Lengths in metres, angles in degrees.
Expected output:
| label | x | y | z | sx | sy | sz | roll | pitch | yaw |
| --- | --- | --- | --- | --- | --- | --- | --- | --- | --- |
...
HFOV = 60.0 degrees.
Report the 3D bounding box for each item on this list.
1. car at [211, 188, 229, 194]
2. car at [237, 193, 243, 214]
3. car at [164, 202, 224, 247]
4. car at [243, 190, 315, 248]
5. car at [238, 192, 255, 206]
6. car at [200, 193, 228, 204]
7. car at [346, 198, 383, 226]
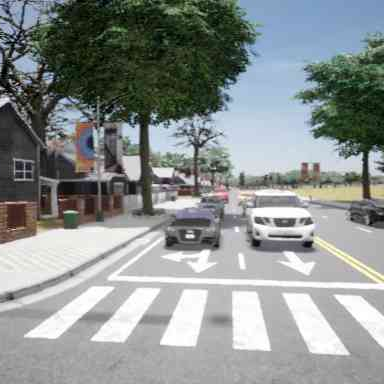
| label | x | y | z | sx | sy | sz | roll | pitch | yaw |
| --- | --- | --- | --- | --- | --- | --- | --- | --- | --- |
| car | 3.900 | 0.460 | 45.648 | 2.150 | 2.045 | 5.566 | 0 | 0 | 7 |
| car | 4.835 | 1.045 | 25.904 | 2.128 | 1.511 | 4.902 | 0 | 1 | 6 |
| car | 0.144 | 1.323 | 13.530 | 1.994 | 1.385 | 4.181 | 0 | 1 | 6 |
| car | 3.467 | 0.971 | 13.969 | 2.150 | 2.045 | 5.566 | 0 | 1 | 7 |
| car | 6.560 | 0.790 | 40.678 | 1.882 | 1.535 | 5.008 | 0 | 1 | 7 |
| car | 1.361 | 1.075 | 24.140 | 2.128 | 1.511 | 4.902 | 0 | 1 | 7 |
| car | 10.901 | 1.149 | 19.995 | 1.837 | 1.490 | 4.892 | 0 | 1 | 7 |
